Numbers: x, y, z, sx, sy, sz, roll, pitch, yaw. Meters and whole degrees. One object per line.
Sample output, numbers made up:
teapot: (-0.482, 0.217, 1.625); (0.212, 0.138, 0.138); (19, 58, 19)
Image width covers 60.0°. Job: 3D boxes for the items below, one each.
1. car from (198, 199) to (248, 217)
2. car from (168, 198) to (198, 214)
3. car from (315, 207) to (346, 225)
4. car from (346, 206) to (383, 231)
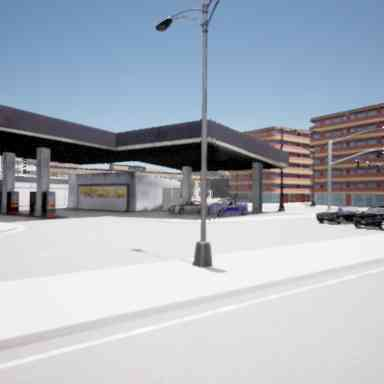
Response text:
car: (3.307, 1.528, 32.279); (4.611, 1.667, 2.242); (1, 0, -35)
car: (-0.651, 1.681, 36.512); (3.806, 1.475, 1.970); (1, 0, -35)
car: (11.948, 1.874, 26.532); (4.718, 1.301, 1.895); (1, 0, -35)
car: (13.183, 1.740, 23.119); (5.008, 1.535, 1.882); (1, -1, -35)
